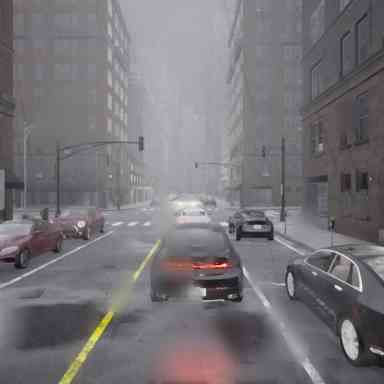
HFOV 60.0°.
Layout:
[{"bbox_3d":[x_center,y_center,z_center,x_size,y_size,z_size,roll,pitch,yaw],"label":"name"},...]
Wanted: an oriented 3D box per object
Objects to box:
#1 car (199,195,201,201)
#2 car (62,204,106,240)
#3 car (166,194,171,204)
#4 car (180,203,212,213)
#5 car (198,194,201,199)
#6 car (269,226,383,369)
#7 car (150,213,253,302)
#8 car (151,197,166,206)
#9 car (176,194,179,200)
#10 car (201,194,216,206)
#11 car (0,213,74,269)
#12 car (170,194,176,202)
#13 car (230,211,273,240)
[{"bbox_3d":[2.892,1.606,64.478,2.008,1.369,4.403,0,0,0],"label":"car"},{"bbox_3d":[-5.675,1.441,16.568,1.967,1.590,4.097,0,0,0],"label":"car"},{"bbox_3d":[-5.633,1.606,64.488,2.008,1.369,4.403,0,0,0],"label":"car"},{"bbox_3d":[0.078,1.526,17.382,1.812,1.442,4.674,0,0,-1],"label":"car"},{"bbox_3d":[2.908,1.523,75.296,1.967,1.590,4.097,0,0,0],"label":"car"},{"bbox_3d":[2.854,1.551,5.568,2.008,1.369,4.403,0,0,0],"label":"car"},{"bbox_3d":[0.096,1.505,8.234,1.837,1.490,4.892,0,0,0],"label":"car"},{"bbox_3d":[-5.650,1.617,53.671,1.802,1.307,4.206,0,0,0],"label":"car"},{"bbox_3d":[-5.593,1.456,91.531,2.192,1.841,5.009,0,0,0],"label":"car"},{"bbox_3d":[2.875,1.475,53.660,1.967,1.590,4.097,0,0,0],"label":"car"},{"bbox_3d":[-5.673,1.582,11.067,1.802,1.307,4.206,0,0,0],"label":"car"},{"bbox_3d":[-5.609,1.625,80.544,1.752,1.417,4.829,0,0,0],"label":"car"},{"bbox_3d":[2.851,1.566,16.570,1.947,1.339,4.313,0,0,0],"label":"car"}]
